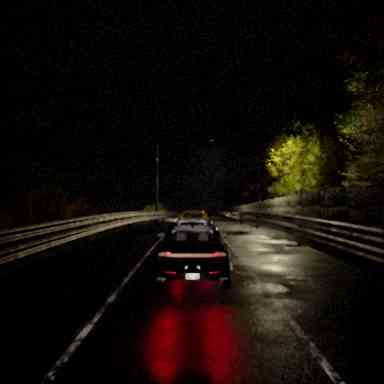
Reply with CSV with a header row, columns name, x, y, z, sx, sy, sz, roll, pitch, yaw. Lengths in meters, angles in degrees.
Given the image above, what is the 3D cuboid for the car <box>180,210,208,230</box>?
name,x,y,z,sx,sy,sz,roll,pitch,yaw
car,0.183,2.240,27.362,2.128,1.511,4.902,0,-3,1

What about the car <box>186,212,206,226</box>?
name,x,y,z,sx,sy,sz,roll,pitch,yaw
car,0.465,2.724,33.926,1.895,1.301,4.718,0,-3,2

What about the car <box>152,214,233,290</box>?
name,x,y,z,sx,sy,sz,roll,pitch,yaw
car,0.014,1.591,9.348,2.128,1.511,4.902,0,-1,0

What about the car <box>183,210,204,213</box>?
name,x,y,z,sx,sy,sz,roll,pitch,yaw
car,0.073,1.939,21.254,1.882,1.535,5.008,0,-2,1

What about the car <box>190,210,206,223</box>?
name,x,y,z,sx,sy,sz,roll,pitch,yaw
car,0.892,3.188,43.672,1.882,1.535,5.008,0,-3,3
